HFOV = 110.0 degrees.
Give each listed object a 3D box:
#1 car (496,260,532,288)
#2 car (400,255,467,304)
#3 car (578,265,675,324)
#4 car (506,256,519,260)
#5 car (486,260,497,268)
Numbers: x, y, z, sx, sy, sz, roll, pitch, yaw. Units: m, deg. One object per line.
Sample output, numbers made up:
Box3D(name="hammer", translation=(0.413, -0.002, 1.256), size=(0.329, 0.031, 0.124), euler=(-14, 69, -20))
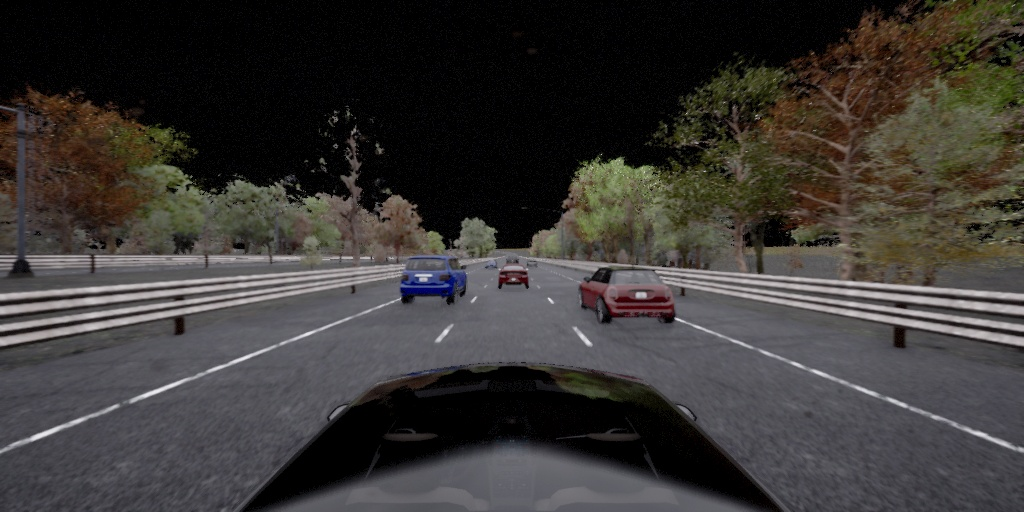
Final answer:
Box3D(name="car", translation=(0.098, 1.256, 24.291), size=(1.882, 1.535, 5.008), euler=(0, 0, 0))
Box3D(name="car", translation=(-3.402, 0.991, 16.465), size=(2.150, 2.045, 5.566), euler=(0, 0, 0))
Box3D(name="car", translation=(3.599, 1.115, 12.108), size=(2.097, 1.767, 4.553), euler=(0, 0, 0))
Box3D(name="car", translation=(0.091, 1.043, 64.525), size=(2.150, 2.045, 5.566), euler=(0, 0, 0))
Box3D(name="car", translation=(-3.411, 1.366, 62.086), size=(2.033, 1.411, 5.357), euler=(0, 0, 0))
